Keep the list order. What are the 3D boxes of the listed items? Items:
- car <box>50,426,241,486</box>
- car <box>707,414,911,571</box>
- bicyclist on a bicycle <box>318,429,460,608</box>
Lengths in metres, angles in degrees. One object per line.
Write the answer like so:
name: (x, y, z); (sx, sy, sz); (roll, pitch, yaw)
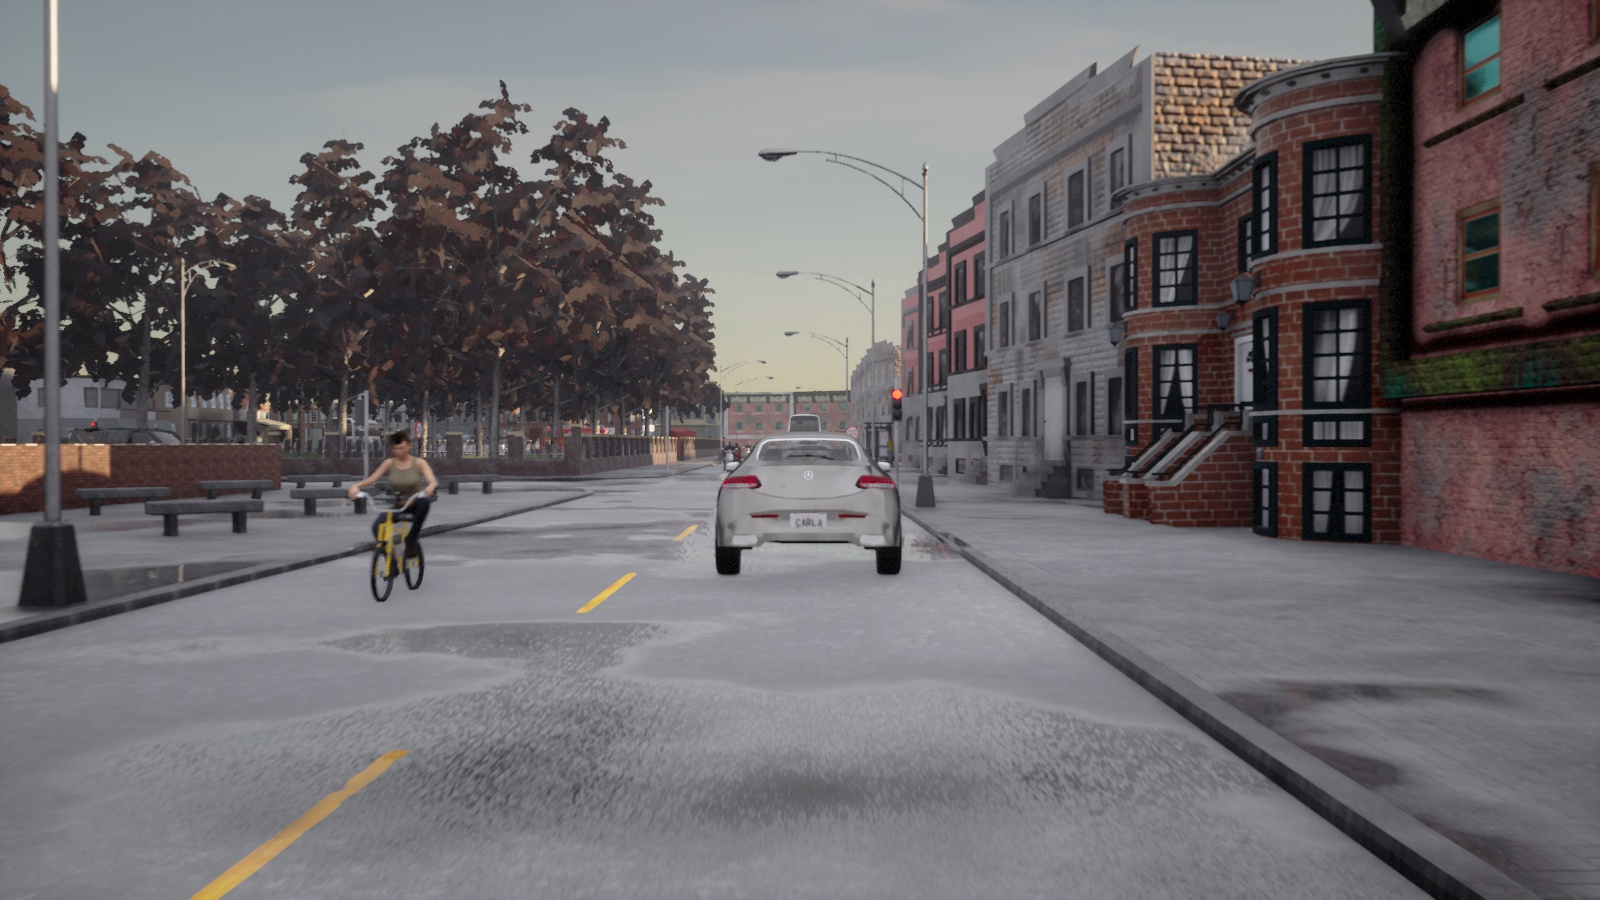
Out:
car: (-22.692, 0.203, 43.691); (5.566, 2.045, 2.150); (0, 0, 2)
car: (0.104, 0.436, 15.755); (2.152, 1.651, 5.027); (0, 0, 0)
bicyclist on a bicycle: (-3.916, 0.612, 12.085); (0.866, 1.612, 1.509); (0, 0, 0)
